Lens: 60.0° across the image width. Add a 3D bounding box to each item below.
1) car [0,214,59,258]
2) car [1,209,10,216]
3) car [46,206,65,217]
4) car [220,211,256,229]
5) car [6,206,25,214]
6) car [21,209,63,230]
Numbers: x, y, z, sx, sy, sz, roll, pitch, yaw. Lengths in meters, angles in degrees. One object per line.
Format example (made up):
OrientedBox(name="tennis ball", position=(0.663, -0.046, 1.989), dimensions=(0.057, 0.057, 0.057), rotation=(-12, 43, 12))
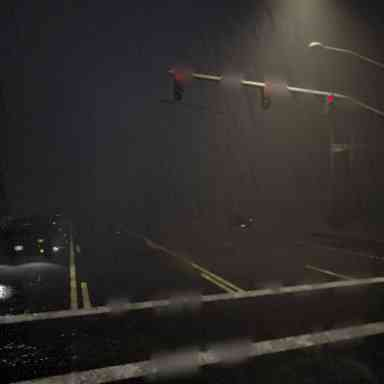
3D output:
OrientedBox(name="car", position=(-6.581, 1.774, 13.254), dimensions=(1.994, 1.385, 4.181), rotation=(1, -1, -20))
OrientedBox(name="car", position=(-13.055, 1.974, 20.791), dimensions=(1.895, 1.301, 4.718), rotation=(0, -1, -20))
OrientedBox(name="car", position=(-13.832, 2.180, 33.146), dimensions=(1.837, 1.490, 4.892), rotation=(0, -2, -20))
OrientedBox(name="car", position=(3.433, 2.077, 25.300), dimensions=(1.895, 1.301, 4.718), rotation=(0, -1, -2))
OrientedBox(name="car", position=(-17.300, 2.153, 32.442), dimensions=(2.128, 1.511, 4.902), rotation=(0, -2, -20))
OrientedBox(name="car", position=(-9.577, 1.988, 21.467), dimensions=(1.895, 1.301, 4.718), rotation=(0, -1, -20))
